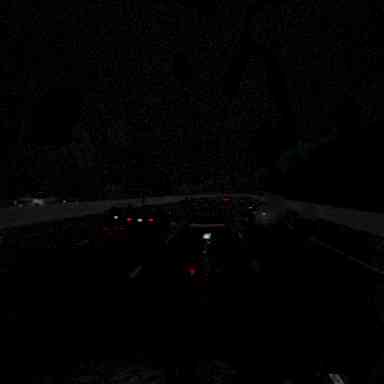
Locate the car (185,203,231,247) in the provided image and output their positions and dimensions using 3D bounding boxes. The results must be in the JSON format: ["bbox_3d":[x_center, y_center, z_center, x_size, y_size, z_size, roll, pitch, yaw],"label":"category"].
[{"bbox_3d":[0.749,1.499,15.178,2.128,1.511,4.902,0,0,4],"label":"car"}]

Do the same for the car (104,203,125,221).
[{"bbox_3d":[-5.228,1.548,26.302,1.895,1.301,4.718,1,0,8],"label":"car"}]

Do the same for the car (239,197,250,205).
[{"bbox_3d":[9.871,1.661,61.920,1.994,1.385,4.181,1,0,7],"label":"car"}]

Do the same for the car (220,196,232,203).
[{"bbox_3d":[6.387,1.554,62.259,2.128,1.511,4.902,1,0,7],"label":"car"}]

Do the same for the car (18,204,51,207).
[{"bbox_3d":[-17.951,1.040,38.377,2.150,2.045,5.566,1,0,8],"label":"car"}]

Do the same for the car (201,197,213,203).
[{"bbox_3d":[2.881,1.591,62.439,1.994,1.385,4.181,1,0,7],"label":"car"}]

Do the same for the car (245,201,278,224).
[{"bbox_3d":[5.363,1.617,25.478,1.994,1.385,4.181,1,0,6],"label":"car"}]

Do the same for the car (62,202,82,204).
[{"bbox_3d":[-14.084,1.210,40.946,2.097,1.767,4.553,1,0,8],"label":"car"}]

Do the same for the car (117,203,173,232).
[{"bbox_3d":[-2.434,1.522,19.819,2.033,1.411,5.357,1,0,7],"label":"car"}]

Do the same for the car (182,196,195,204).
[{"bbox_3d":[-0.634,1.518,62.529,1.812,1.442,4.674,1,0,7],"label":"car"}]
